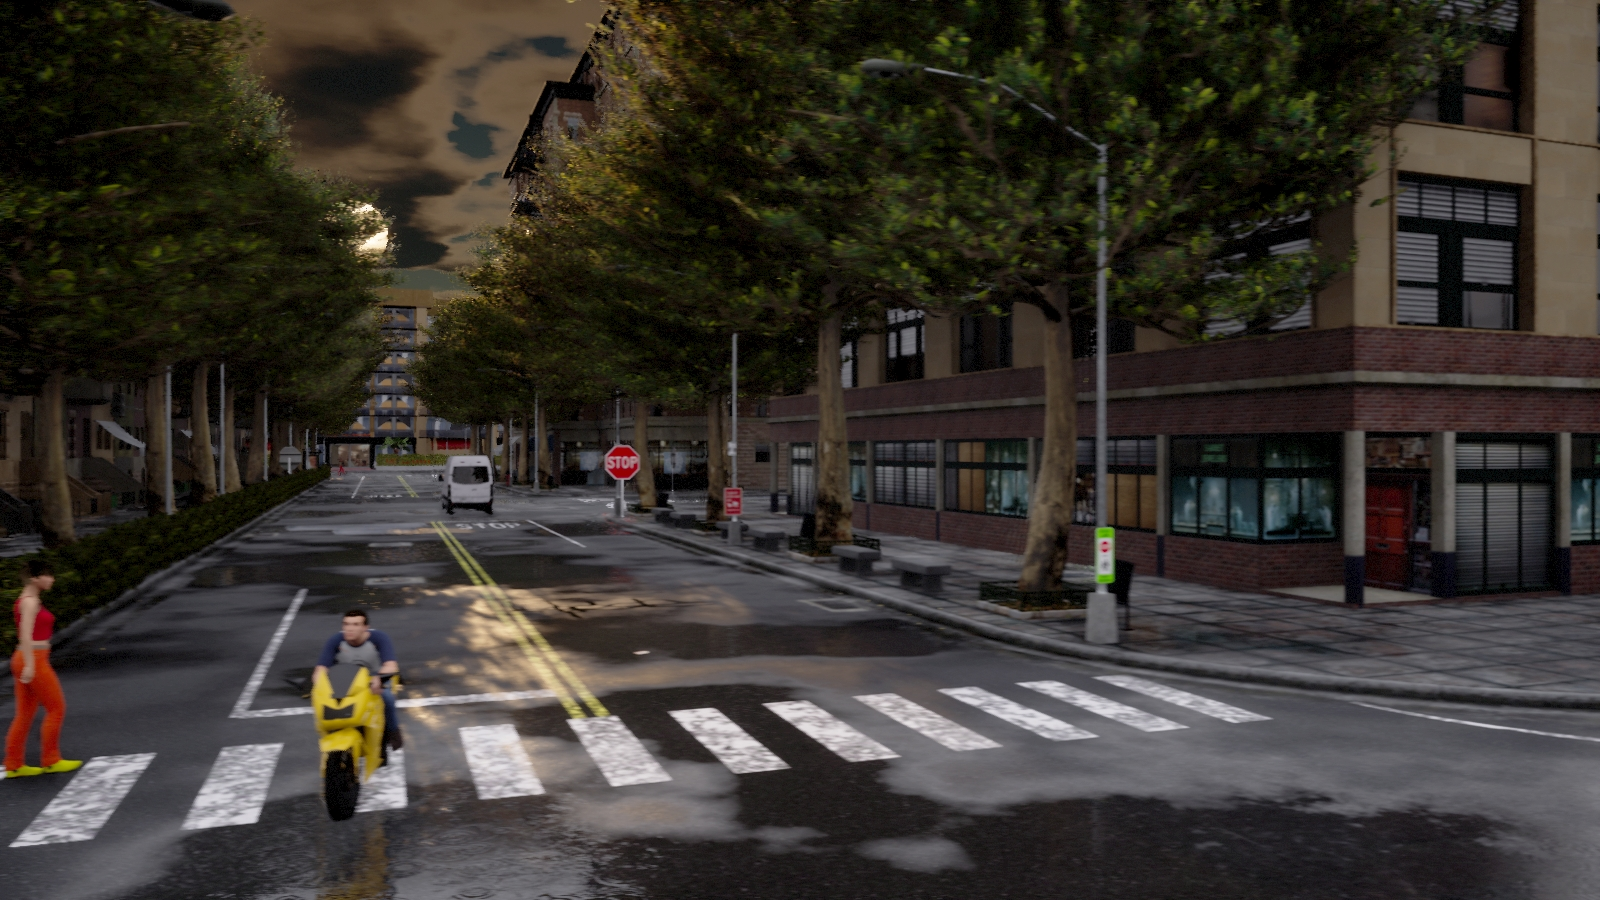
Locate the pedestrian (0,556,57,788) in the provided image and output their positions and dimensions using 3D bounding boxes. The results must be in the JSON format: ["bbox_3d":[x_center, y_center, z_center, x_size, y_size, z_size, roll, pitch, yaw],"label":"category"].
[{"bbox_3d":[-6.536,1.849,9.666,0.375,1.860,0.375,0,0,-39],"label":"pedestrian"}]

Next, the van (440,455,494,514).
[{"bbox_3d":[-15.516,1.534,53.041,1.988,2.561,5.915,0,0,-20],"label":"van"}]

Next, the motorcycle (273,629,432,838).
[{"bbox_3d":[-3.572,2.212,9.312,0.803,1.145,2.033,-2,1,-10],"label":"motorcycle"}]
